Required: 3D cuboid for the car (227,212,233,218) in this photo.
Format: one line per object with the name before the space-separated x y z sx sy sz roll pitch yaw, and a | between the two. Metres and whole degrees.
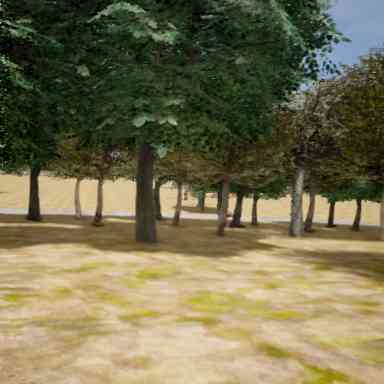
car | 8.994 5.940 86.135 4.718 1.301 1.895 3 2 -18
